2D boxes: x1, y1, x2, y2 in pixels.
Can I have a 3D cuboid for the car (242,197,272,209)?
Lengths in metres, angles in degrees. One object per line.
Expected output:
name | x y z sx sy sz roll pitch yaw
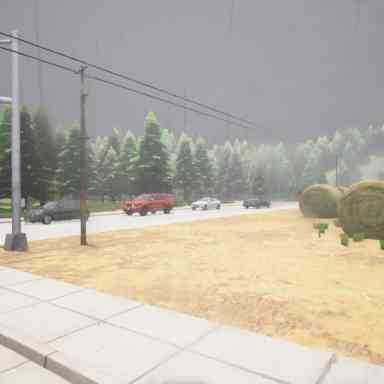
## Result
car | 8.466 1.411 43.123 2.033 1.411 5.357 0 0 37

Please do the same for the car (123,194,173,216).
car | -4.135 1.180 32.369 2.150 2.045 5.566 0 0 37

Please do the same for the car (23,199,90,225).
car | -9.918 1.362 24.592 2.097 1.767 4.553 0 0 37

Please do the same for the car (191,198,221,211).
car | 1.778 1.431 40.310 1.812 1.442 4.674 0 0 37
